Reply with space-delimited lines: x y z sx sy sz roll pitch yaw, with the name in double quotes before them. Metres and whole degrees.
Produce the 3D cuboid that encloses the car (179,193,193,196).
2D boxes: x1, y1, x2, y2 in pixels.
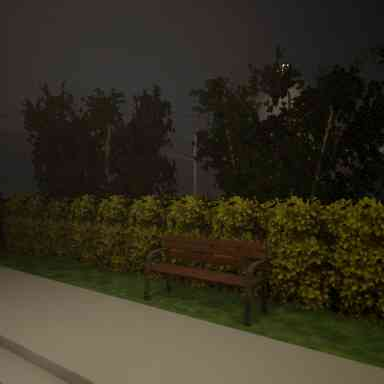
"car" -1.017 0.937 60.365 1.837 1.490 4.892 0 2 35
